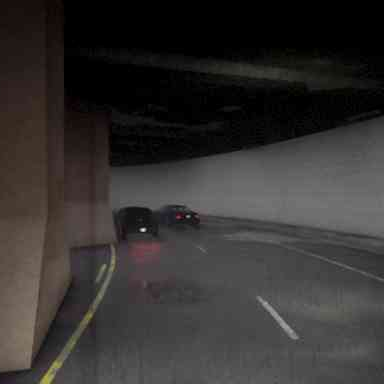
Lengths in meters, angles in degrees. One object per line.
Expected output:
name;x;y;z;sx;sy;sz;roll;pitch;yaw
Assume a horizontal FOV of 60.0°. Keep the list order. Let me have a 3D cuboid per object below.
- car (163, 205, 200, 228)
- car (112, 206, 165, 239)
car;-1.363;1.571;22.660;2.033;1.411;5.357;0;0;-27
car;-3.151;1.533;17.873;1.837;1.490;4.892;0;0;-21
